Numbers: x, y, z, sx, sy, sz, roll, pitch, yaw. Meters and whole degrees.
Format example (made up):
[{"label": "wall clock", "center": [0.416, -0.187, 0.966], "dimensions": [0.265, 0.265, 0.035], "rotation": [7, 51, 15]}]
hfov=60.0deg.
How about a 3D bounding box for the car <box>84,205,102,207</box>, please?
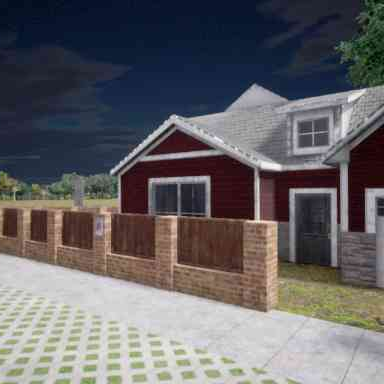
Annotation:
[{"label": "car", "center": [-8.763, 1.793, 27.639], "dimensions": [2.033, 1.411, 5.357], "rotation": [-1, -1, 35]}]
